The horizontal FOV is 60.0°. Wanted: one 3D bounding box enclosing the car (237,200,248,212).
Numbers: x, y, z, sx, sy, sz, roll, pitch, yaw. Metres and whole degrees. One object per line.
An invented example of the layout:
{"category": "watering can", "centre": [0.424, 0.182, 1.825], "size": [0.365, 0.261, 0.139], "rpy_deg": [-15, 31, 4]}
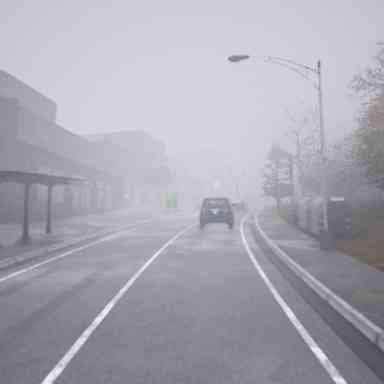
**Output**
{"category": "car", "centre": [5.776, 1.685, 41.131], "size": [1.882, 1.535, 5.008], "rpy_deg": [-2, -1, 16]}

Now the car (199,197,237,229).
{"category": "car", "centre": [1.813, 1.361, 23.088], "size": [2.150, 2.045, 5.566], "rpy_deg": [-1, 0, 8]}

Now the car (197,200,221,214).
{"category": "car", "centre": [2.218, 1.819, 42.052], "size": [1.837, 1.490, 4.892], "rpy_deg": [-2, -1, 16]}
